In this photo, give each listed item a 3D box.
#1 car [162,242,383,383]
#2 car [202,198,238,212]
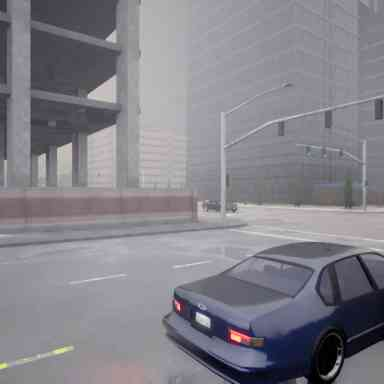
[{"bbox_3d":[2.184,1.547,5.348,5.357,1.411,2.033,0,0,-35],"label":"car"},{"bbox_3d":[3.106,1.505,37.433,1.837,1.490,4.892,0,0,-36],"label":"car"}]
